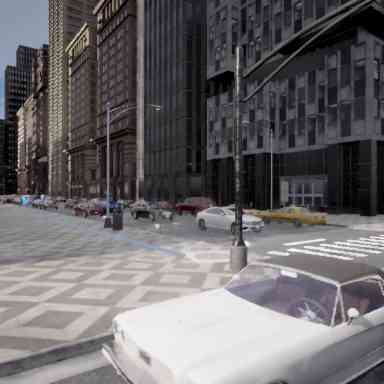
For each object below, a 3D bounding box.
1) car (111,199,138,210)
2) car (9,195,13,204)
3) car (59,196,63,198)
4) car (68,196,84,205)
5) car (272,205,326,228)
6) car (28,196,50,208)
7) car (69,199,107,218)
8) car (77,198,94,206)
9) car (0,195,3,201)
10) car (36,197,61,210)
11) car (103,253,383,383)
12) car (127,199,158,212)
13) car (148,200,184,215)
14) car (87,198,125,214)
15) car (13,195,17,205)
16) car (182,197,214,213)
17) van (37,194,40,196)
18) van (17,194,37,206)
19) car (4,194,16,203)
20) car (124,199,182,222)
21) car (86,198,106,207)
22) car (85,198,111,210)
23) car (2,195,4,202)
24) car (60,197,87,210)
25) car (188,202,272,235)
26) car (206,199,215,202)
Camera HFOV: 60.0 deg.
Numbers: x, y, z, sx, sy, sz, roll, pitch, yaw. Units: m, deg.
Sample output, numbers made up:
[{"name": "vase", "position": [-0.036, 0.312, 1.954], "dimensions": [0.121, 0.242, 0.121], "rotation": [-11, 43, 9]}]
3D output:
[{"name": "car", "position": [-9.355, 1.680, 45.586], "dimensions": [2.008, 1.369, 4.403], "rotation": [0, 0, -35]}, {"name": "car", "position": [-35.716, 1.779, 68.090], "dimensions": [1.802, 1.307, 4.206], "rotation": [0, 0, -35]}, {"name": "car", "position": [-28.764, 1.668, 73.025], "dimensions": [1.967, 1.590, 4.097], "rotation": [0, 0, -35]}, {"name": "car", "position": [-22.295, 1.634, 63.879], "dimensions": [1.967, 1.590, 4.097], "rotation": [0, 0, -35]}, {"name": "car", "position": [6.722, 1.578, 22.859], "dimensions": [1.752, 1.417, 4.829], "rotation": [0, 0, -35]}, {"name": "car", "position": [-22.775, 1.713, 49.796], "dimensions": [1.802, 1.307, 4.206], "rotation": [0, 0, -35]}, {"name": "car", "position": [-9.835, 1.612, 31.502], "dimensions": [1.887, 1.381, 4.507], "rotation": [0, 0, -35]}, {"name": "car", "position": [-19.060, 1.760, 59.306], "dimensions": [1.802, 1.307, 4.206], "rotation": [0, 0, -35]}, {"name": "car", "position": [-45.421, 1.690, 81.811], "dimensions": [1.967, 1.590, 4.097], "rotation": [0, 0, -35]}, {"name": "car", "position": [-19.540, 1.696, 45.223], "dimensions": [1.802, 1.307, 4.206], "rotation": [0, 0, -35]}, {"name": "car", "position": [1.353, 1.601, 4.353], "dimensions": [4.718, 1.301, 1.895], "rotation": [0, 0, -36]}, {"name": "car", "position": [-6.218, 1.640, 41.152], "dimensions": [1.752, 1.417, 4.829], "rotation": [0, 0, -35]}, {"name": "car", "position": [-2.885, 1.643, 36.440], "dimensions": [1.887, 1.381, 4.507], "rotation": [0, 0, -35]}, {"name": "car", "position": [-9.101, 1.562, 35.097], "dimensions": [1.882, 1.535, 5.008], "rotation": [0, 0, -35]}, {"name": "car", "position": [-32.383, 1.705, 63.378], "dimensions": [1.752, 1.417, 4.829], "rotation": [0, 0, -35]}, {"name": "car", "position": [0.350, 1.398, 31.867], "dimensions": [2.192, 1.841, 5.009], "rotation": [0, 0, -35]}, {"name": "van", "position": [-38.470, 1.622, 86.746], "dimensions": [1.690, 1.788, 3.998], "rotation": [0, 0, -35]}, {"name": "van", "position": [-29.246, 1.505, 58.944], "dimensions": [1.690, 1.788, 3.998], "rotation": [0, 0, -35]}, {"name": "car", "position": [-38.951, 1.530, 72.665], "dimensions": [2.192, 1.841, 5.009], "rotation": [0, 0, -35]}, {"name": "car", "position": [-3.232, 1.548, 26.786], "dimensions": [2.128, 1.511, 4.902], "rotation": [0, 0, -35]}, {"name": "car", "position": [-15.825, 1.727, 54.733], "dimensions": [1.947, 1.339, 4.313], "rotation": [0, 0, -35]}, {"name": "car", "position": [-13.142, 1.605, 46.248], "dimensions": [1.882, 1.535, 5.008], "rotation": [0, 0, -35]}, {"name": "car", "position": [-42.186, 1.814, 77.237], "dimensions": [1.802, 1.307, 4.206], "rotation": [0, 0, -35]}, {"name": "car", "position": [-15.480, 1.678, 44.168], "dimensions": [1.994, 1.385, 4.181], "rotation": [0, 0, -37]}, {"name": "car", "position": [2.054, 1.557, 19.273], "dimensions": [1.812, 1.442, 4.674], "rotation": [0, 0, -37]}, {"name": "car", "position": [3.487, 1.594, 27.432], "dimensions": [1.752, 1.417, 4.829], "rotation": [0, 0, -35]}]
